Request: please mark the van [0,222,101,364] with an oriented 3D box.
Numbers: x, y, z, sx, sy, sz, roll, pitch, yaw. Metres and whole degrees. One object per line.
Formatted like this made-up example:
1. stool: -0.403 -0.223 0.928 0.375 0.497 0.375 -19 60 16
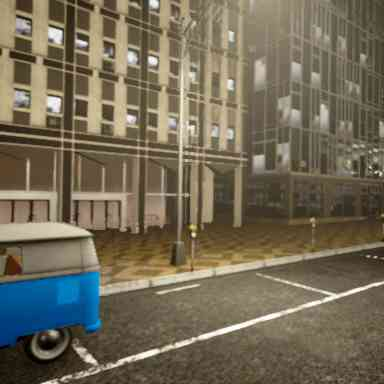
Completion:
1. van: -3.206 1.339 4.261 3.998 1.788 1.690 1 0 -35
